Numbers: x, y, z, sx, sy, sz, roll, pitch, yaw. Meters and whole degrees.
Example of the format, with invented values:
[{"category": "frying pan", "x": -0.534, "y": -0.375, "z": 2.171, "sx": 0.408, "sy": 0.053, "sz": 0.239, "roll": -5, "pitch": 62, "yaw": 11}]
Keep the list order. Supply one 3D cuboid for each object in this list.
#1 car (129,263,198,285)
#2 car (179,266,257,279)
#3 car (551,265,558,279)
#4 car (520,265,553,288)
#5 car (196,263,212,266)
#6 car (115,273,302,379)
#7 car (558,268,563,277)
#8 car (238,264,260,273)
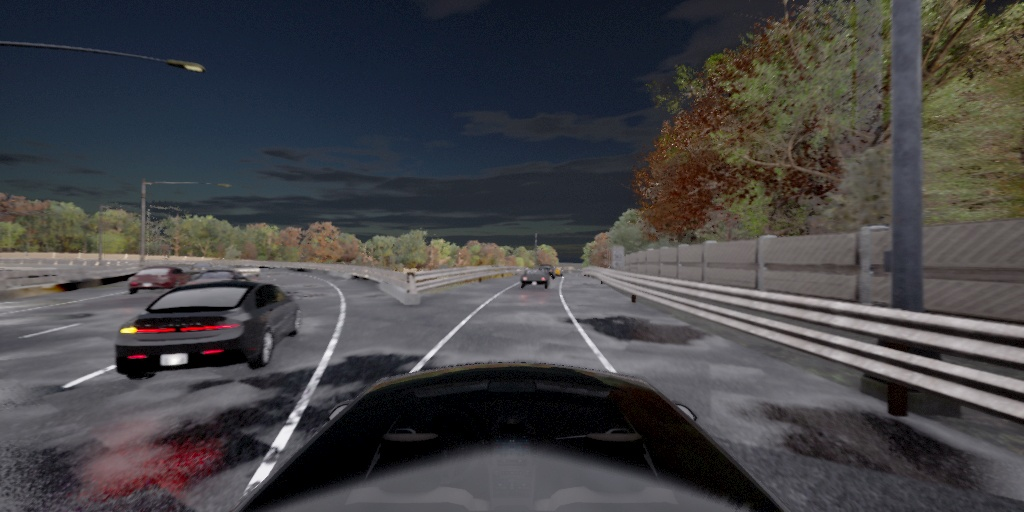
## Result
[{"category": "car", "x": -19.754, "y": 1.308, "z": 20.303, "sx": 1.812, "sy": 1.442, "sz": 4.674, "roll": 1, "pitch": -1, "yaw": -30}, {"category": "car", "x": -14.355, "y": 1.360, "z": 17.800, "sx": 1.994, "sy": 1.385, "sz": 4.181, "roll": 1, "pitch": -1, "yaw": -28}, {"category": "car", "x": 3.770, "y": 1.704, "z": 39.166, "sx": 1.837, "sy": 1.490, "sz": 4.892, "roll": 0, "pitch": -1, "yaw": 9}, {"category": "car", "x": 1.783, "y": 1.581, "z": 26.226, "sx": 1.895, "sy": 1.301, "sz": 4.718, "roll": 0, "pitch": -1, "yaw": 8}, {"category": "car", "x": -32.863, "y": 1.399, "z": 38.074, "sx": 2.033, "sy": 1.411, "sz": 5.357, "roll": 1, "pitch": -1, "yaw": -43}, {"category": "car", "x": -5.769, "y": 1.267, "z": 7.461, "sx": 1.837, "sy": 1.490, "sz": 4.892, "roll": 1, "pitch": -1, "yaw": -21}, {"category": "car", "x": 6.248, "y": 2.312, "z": 54.117, "sx": 1.882, "sy": 1.535, "sz": 5.008, "roll": 0, "pitch": -3, "yaw": 9}, {"category": "car", "x": -27.473, "y": 1.481, "z": 37.178, "sx": 1.895, "sy": 1.301, "sz": 4.718, "roll": 1, "pitch": -1, "yaw": -40}]
